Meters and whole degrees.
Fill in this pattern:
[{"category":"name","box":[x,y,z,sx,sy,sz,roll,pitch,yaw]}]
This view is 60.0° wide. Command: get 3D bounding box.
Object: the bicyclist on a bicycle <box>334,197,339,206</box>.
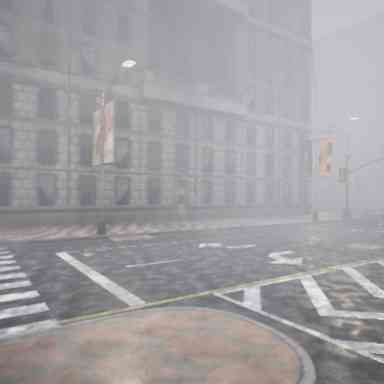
[{"category":"bicyclist on a bicycle","box":[27.659,1.852,63.637,1.656,1.620,0.582,0,0,-34]}]
